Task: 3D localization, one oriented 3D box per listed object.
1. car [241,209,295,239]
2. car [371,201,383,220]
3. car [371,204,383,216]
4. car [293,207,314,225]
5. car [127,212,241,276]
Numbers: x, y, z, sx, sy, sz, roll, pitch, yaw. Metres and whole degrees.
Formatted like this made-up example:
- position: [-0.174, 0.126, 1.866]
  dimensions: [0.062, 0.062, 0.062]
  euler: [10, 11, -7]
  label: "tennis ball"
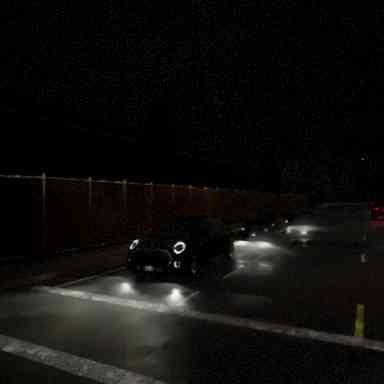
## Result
- position: [4.613, 2.001, 20.515]
  dimensions: [2.033, 1.411, 5.357]
  euler: [-1, -2, 28]
  label: "car"
- position: [20.753, 1.936, 35.829]
  dimensions: [2.150, 2.045, 5.566]
  euler: [-1, -2, 30]
  label: "car"
- position: [25.487, 2.396, 44.942]
  dimensions: [2.128, 1.511, 4.902]
  euler: [-1, -2, 28]
  label: "car"
- position: [10.104, 2.148, 30.931]
  dimensions: [1.882, 1.535, 5.008]
  euler: [-1, -2, 28]
  label: "car"
- position: [-0.181, 1.617, 11.412]
  dimensions: [2.097, 1.767, 4.553]
  euler: [-1, -2, 28]
  label: "car"
